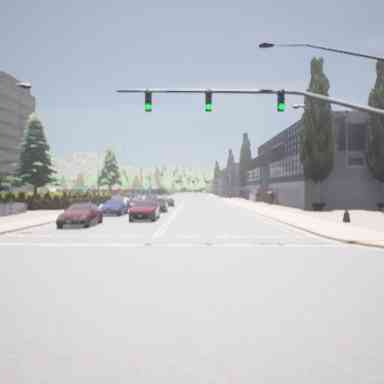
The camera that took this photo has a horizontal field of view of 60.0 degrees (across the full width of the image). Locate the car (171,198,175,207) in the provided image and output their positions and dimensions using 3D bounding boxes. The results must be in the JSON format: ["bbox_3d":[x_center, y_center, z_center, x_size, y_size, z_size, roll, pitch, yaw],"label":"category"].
[{"bbox_3d":[-3.483,1.379,46.577,1.994,1.385,4.181,0,0,1],"label":"car"}]

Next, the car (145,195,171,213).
[{"bbox_3d":[-3.530,1.366,34.860,1.837,1.490,4.892,0,0,0],"label":"car"}]

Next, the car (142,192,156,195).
[{"bbox_3d":[-6.899,1.123,56.955,2.097,1.767,4.553,0,0,0],"label":"car"}]

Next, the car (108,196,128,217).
[{"bbox_3d":[-7.039,1.405,30.290,1.812,1.442,4.674,0,0,0],"label":"car"}]

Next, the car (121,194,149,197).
[{"bbox_3d":[-7.010,1.328,41.150,2.128,1.511,4.902,0,0,0],"label":"car"}]

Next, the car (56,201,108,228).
[{"bbox_3d":[-7.059,1.440,21.385,1.812,1.442,4.674,0,0,0],"label":"car"}]

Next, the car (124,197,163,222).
[{"bbox_3d":[-3.550,1.376,25.364,1.882,1.535,5.008,0,0,0],"label":"car"}]
